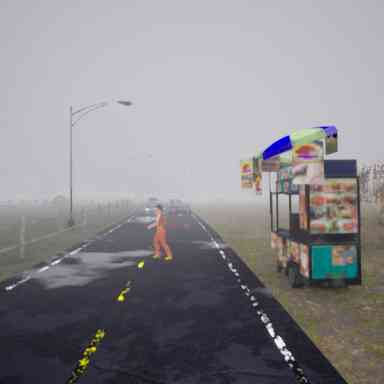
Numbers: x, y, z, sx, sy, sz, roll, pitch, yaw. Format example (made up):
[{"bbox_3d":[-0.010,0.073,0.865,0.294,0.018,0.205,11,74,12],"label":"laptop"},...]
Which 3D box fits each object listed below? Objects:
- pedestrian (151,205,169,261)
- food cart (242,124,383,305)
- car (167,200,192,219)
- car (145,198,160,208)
[{"bbox_3d":[-1.058,1.297,10.960,0.375,1.860,0.375,1,-1,0],"label":"pedestrian"},{"bbox_3d":[2.940,0.469,8.935,2.280,3.560,4.660,-1,-1,-2],"label":"food cart"},{"bbox_3d":[-1.103,1.620,29.800,1.895,1.301,4.718,0,0,-4],"label":"car"},{"bbox_3d":[-5.622,1.577,47.805,1.812,1.442,4.674,0,0,-6],"label":"car"}]
